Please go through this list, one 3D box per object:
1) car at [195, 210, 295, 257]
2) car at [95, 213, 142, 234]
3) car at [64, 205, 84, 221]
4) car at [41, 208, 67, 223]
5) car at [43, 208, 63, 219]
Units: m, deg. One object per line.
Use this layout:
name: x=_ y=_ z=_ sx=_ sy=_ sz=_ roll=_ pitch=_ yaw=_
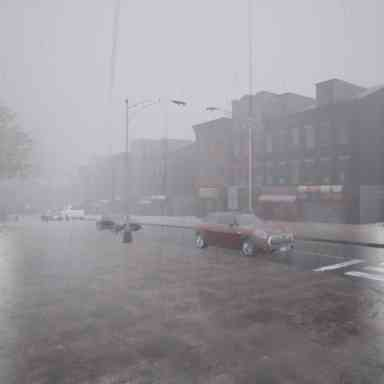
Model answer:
car: x=2.125 y=1.639 z=14.362 sx=2.097 sy=1.767 sz=4.553 roll=0 pitch=-2 yaw=-36
car: x=-5.751 y=2.312 z=25.417 sx=2.033 sy=1.411 sz=5.357 roll=0 pitch=-2 yaw=-35
car: x=-16.589 y=2.897 z=45.705 sx=2.150 sy=2.045 sz=5.566 roll=0 pitch=-2 yaw=-35
car: x=-18.282 y=3.143 z=43.160 sx=2.128 sy=1.511 sz=4.902 roll=0 pitch=-2 yaw=-35
car: x=-22.713 y=3.482 z=54.297 sx=2.097 sy=1.767 sz=4.553 roll=0 pitch=-2 yaw=-36
